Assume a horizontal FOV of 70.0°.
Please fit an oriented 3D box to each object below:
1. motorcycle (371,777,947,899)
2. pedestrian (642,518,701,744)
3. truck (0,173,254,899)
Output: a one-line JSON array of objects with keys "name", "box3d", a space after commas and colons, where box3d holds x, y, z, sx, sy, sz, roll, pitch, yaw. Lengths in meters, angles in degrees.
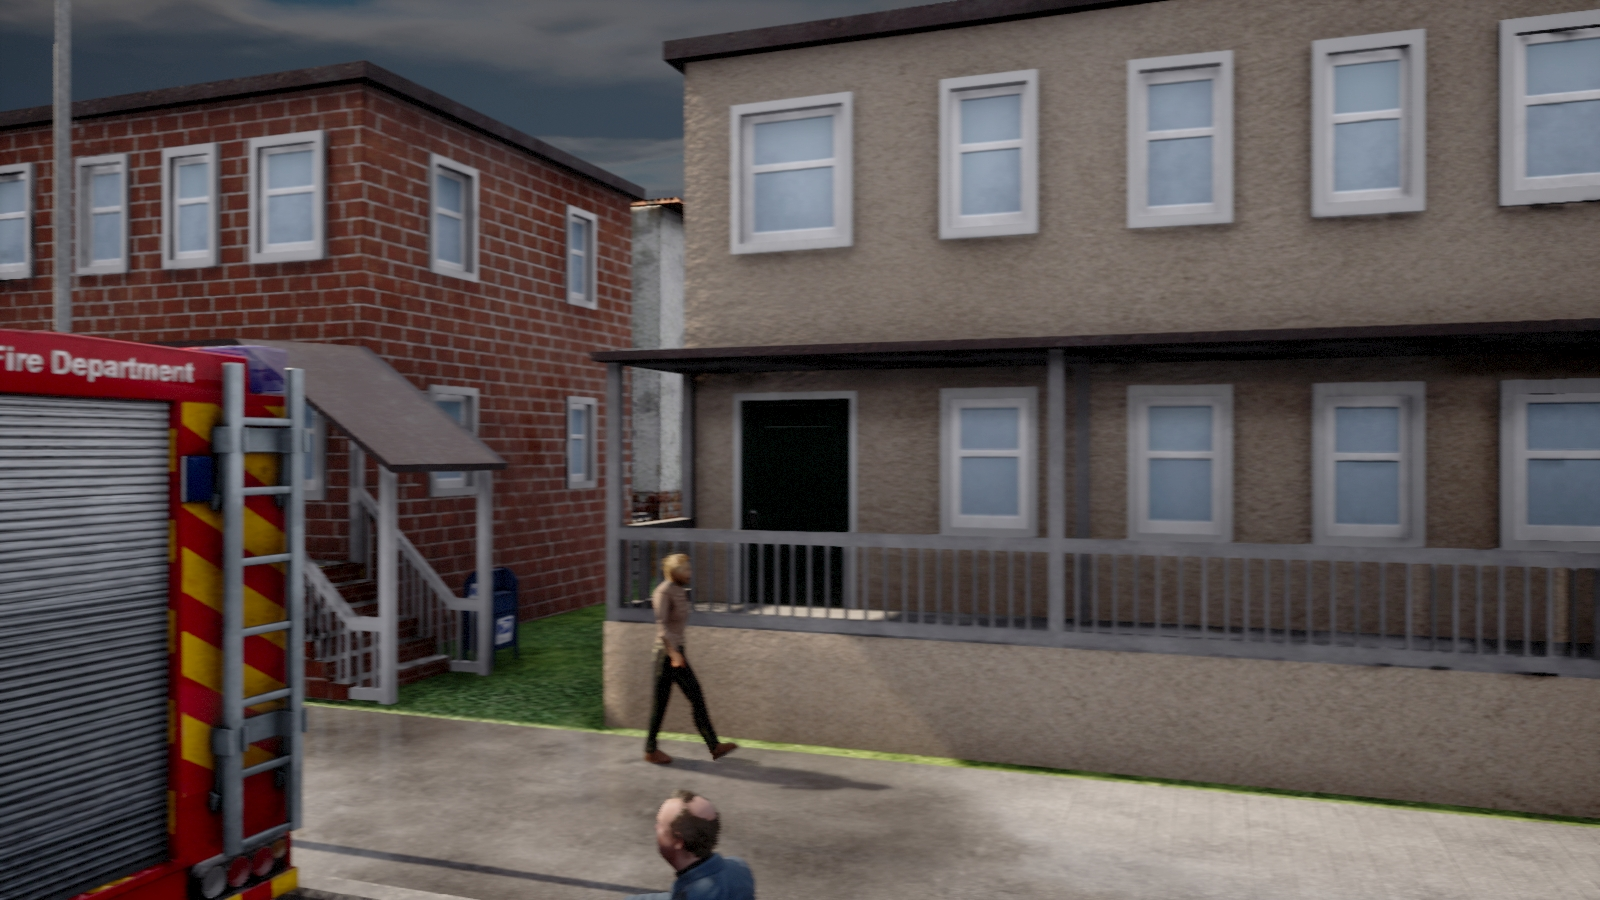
[{"name": "motorcycle", "box3d": [-0.469, 1.962, 3.987, 1.805, 1.236, 0.856, 0, 0, 20]}, {"name": "pedestrian", "box3d": [-1.096, 1.524, 9.770, 0.375, 1.860, 0.375, 0, 0, 19]}, {"name": "truck", "box3d": [-7.567, 0.671, 6.547, 8.468, 3.827, 2.891, 0, 0, 20]}]
